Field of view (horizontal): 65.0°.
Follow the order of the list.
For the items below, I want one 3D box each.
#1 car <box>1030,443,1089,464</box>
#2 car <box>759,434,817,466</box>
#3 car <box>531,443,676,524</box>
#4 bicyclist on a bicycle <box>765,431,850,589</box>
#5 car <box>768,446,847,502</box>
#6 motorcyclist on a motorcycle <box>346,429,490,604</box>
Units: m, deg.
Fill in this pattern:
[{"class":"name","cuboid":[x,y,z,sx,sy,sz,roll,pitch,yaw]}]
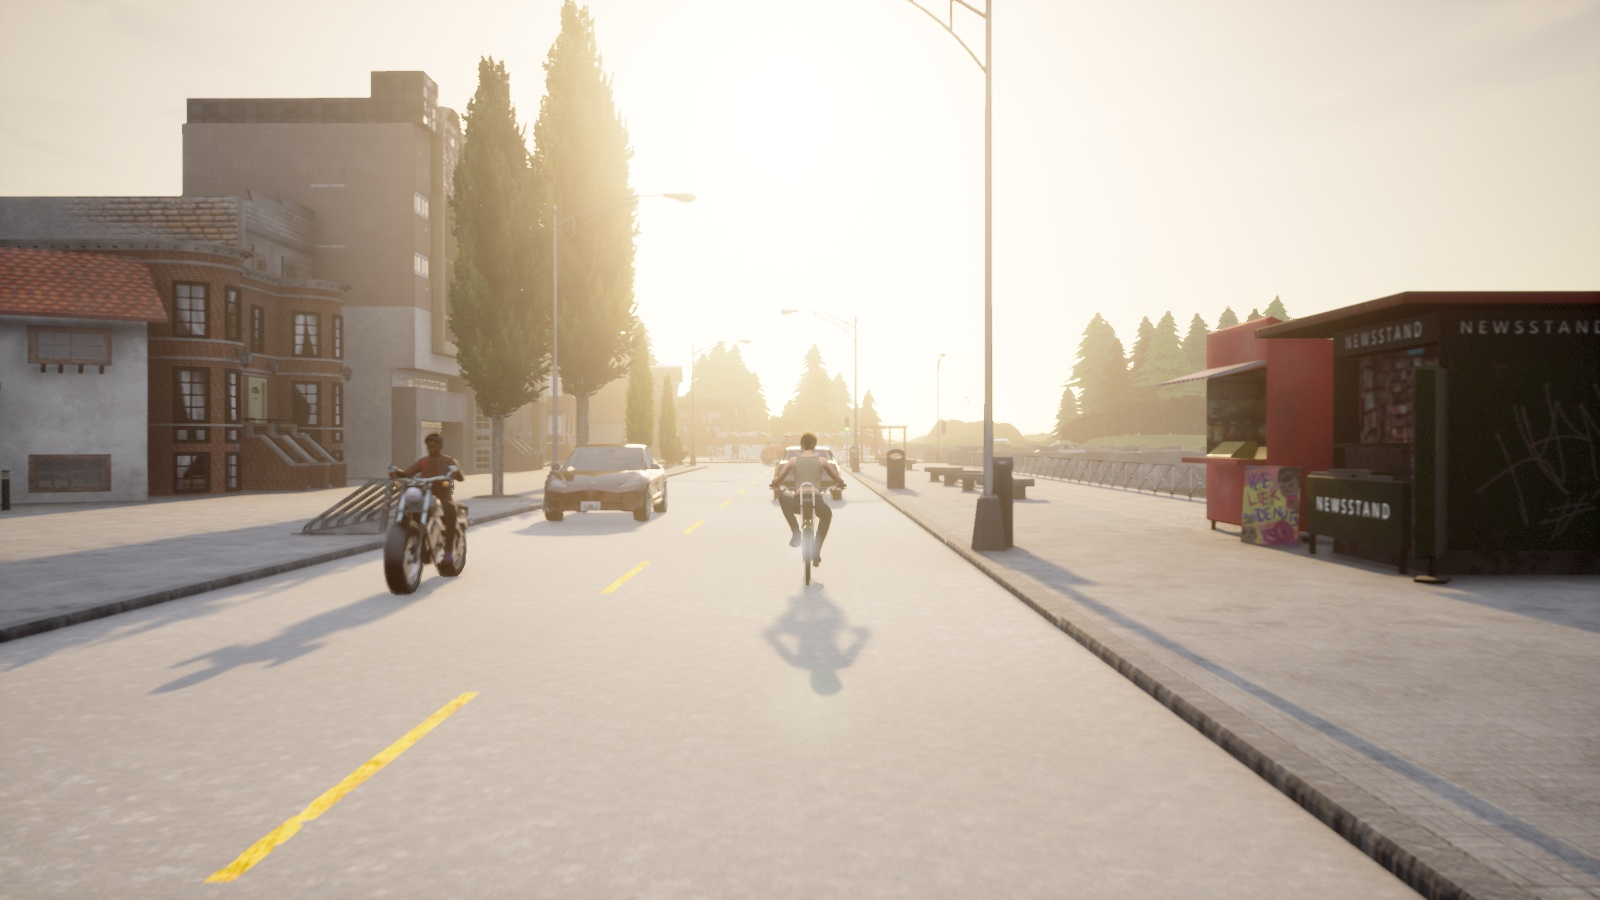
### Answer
[{"class":"car","cuboid":[18.569,0.224,89.876,3.806,1.475,1.970,0,0,0]},{"class":"car","cuboid":[-0.864,-0.004,83.762,2.150,2.045,5.566,0,0,-20]},{"class":"car","cuboid":[-3.844,0.601,25.409,2.163,1.488,4.792,0,0,0]},{"class":"bicyclist on a bicycle","cuboid":[0.086,0.607,13.571,0.866,1.612,1.509,0,0,1]},{"class":"car","cuboid":[0.207,0.599,34.840,2.033,1.411,5.357,0,0,0]},{"class":"motorcyclist on a motorcycle","cuboid":[-3.912,0.621,13.069,0.766,1.649,2.350,0,0,0]}]
